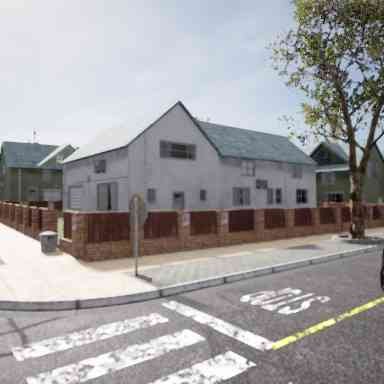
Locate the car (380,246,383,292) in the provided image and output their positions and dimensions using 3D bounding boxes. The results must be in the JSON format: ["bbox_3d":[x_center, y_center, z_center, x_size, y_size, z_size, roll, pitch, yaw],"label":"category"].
[{"bbox_3d":[6.097,1.321,7.060,5.566,2.045,2.150,1,-1,-38],"label":"car"}]
